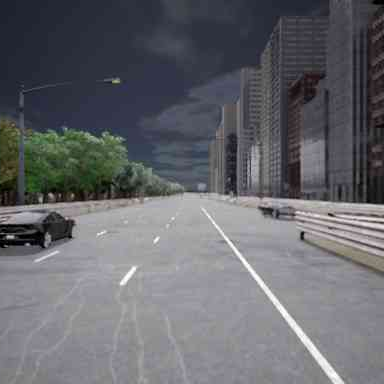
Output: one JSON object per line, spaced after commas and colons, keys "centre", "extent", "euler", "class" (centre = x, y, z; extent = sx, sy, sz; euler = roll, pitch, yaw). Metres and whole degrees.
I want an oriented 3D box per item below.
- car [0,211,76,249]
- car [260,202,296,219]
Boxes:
{"centre": [-6.887, 1.585, 15.153], "extent": [1.882, 1.535, 5.008], "euler": [0, 0, 0], "class": "car"}
{"centre": [8.141, 1.750, 31.999], "extent": [2.128, 1.511, 4.902], "euler": [0, 0, -11], "class": "car"}
